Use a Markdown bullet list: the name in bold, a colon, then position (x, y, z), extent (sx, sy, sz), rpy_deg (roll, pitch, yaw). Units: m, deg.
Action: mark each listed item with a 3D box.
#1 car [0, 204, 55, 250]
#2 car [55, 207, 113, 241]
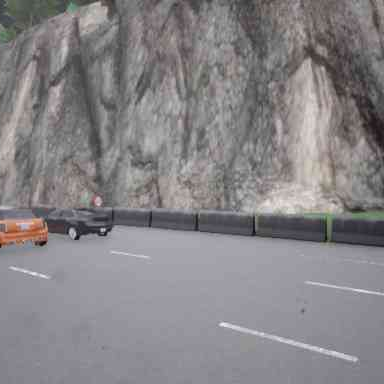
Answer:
- **car**: position (-8.128, 1.367, 14.043), extent (4.553, 1.767, 2.097), rpy_deg (0, 0, 36)
- **car**: position (-6.098, 1.517, 16.894), extent (4.892, 1.490, 1.837), rpy_deg (0, 0, 36)
